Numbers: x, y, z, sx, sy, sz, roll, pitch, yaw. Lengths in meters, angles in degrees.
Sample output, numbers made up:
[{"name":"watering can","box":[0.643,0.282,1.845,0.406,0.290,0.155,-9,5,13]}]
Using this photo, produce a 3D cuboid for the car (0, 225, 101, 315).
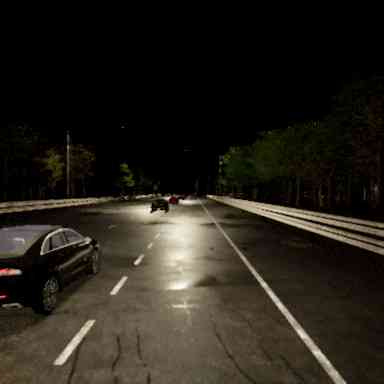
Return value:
[{"name":"car","box":[-3.502,1.494,7.539,2.128,1.511,4.902,0,0,0]}]

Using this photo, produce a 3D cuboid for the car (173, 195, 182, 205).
[{"name":"car","box":[-3.393,1.593,62.400,1.812,1.442,4.674,0,0,0]}]

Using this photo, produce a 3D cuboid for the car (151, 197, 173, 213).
[{"name":"car","box":[-3.480,1.539,37.258,1.837,1.490,4.892,0,0,0]}]
